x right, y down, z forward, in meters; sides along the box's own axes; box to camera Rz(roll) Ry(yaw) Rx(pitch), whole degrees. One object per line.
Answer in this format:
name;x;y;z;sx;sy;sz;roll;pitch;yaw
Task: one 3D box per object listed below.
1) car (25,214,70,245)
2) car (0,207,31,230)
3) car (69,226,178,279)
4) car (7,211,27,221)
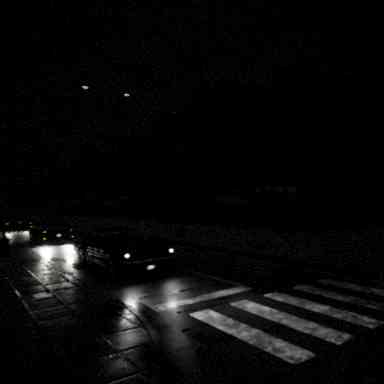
car;-8.189;2.199;19.419;1.994;1.385;4.181;0;-2;-33
car;-16.484;2.389;30.996;2.150;2.045;5.566;0;-2;-35
car;-2.443;1.911;11.350;1.895;1.301;4.718;0;-2;-36
car;-25.968;3.561;49.295;1.994;1.385;4.181;0;-2;-36
